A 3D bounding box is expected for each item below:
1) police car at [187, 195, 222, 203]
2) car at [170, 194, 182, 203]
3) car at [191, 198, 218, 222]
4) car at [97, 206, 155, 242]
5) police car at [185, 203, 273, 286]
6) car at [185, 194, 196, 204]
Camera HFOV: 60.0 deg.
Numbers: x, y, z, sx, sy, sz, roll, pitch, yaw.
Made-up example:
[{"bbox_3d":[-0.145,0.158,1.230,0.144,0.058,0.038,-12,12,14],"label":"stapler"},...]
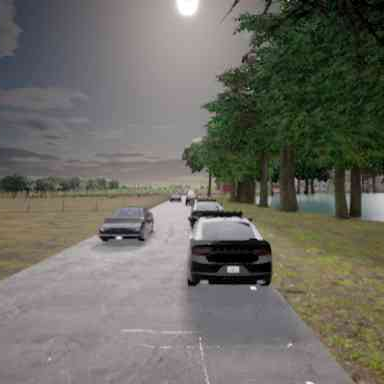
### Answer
[{"bbox_3d":[0.833,1.220,19.247,1.930,1.638,5.238,0,1,0],"label":"police car"},{"bbox_3d":[-2.799,1.000,57.372,1.882,1.535,5.008,0,0,0],"label":"car"},{"bbox_3d":[0.835,1.247,25.138,1.837,1.490,4.892,0,1,0],"label":"car"},{"bbox_3d":[-2.843,1.377,15.622,2.033,1.411,5.357,0,1,0],"label":"car"},{"bbox_3d":[0.829,1.320,9.247,1.930,1.638,5.238,0,1,0],"label":"police car"},{"bbox_3d":[0.046,1.051,47.677,1.882,1.535,5.008,0,0,1],"label":"car"}]
